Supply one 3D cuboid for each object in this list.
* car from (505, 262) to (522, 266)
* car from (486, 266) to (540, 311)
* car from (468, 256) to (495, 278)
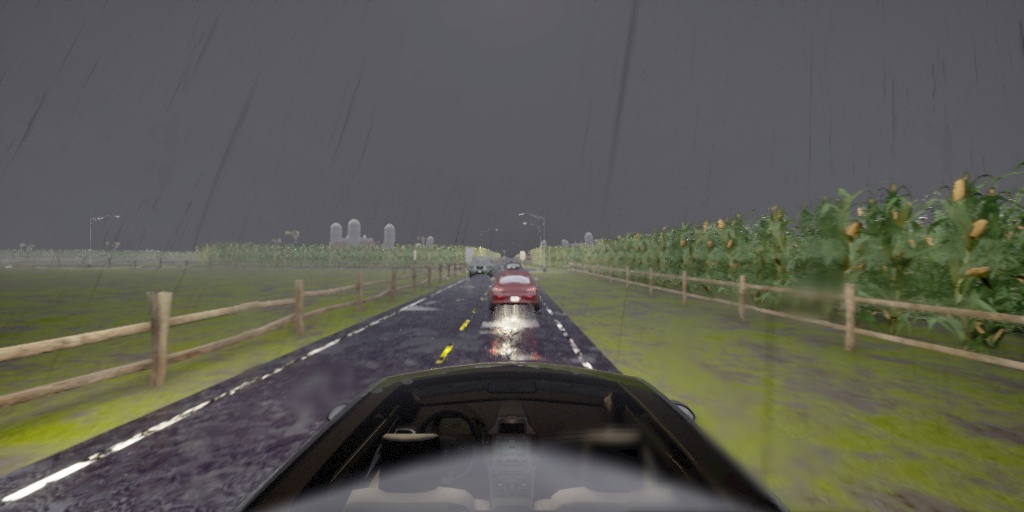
[{"bbox_3d":[0.101,1.300,31.134,1.837,1.490,4.892,0,0,0],"label":"car"},{"bbox_3d":[0.101,1.297,14.536,1.812,1.442,4.674,0,0,0],"label":"car"},{"bbox_3d":[-2.826,1.020,34.429,2.150,2.045,5.566,0,0,0],"label":"car"}]
